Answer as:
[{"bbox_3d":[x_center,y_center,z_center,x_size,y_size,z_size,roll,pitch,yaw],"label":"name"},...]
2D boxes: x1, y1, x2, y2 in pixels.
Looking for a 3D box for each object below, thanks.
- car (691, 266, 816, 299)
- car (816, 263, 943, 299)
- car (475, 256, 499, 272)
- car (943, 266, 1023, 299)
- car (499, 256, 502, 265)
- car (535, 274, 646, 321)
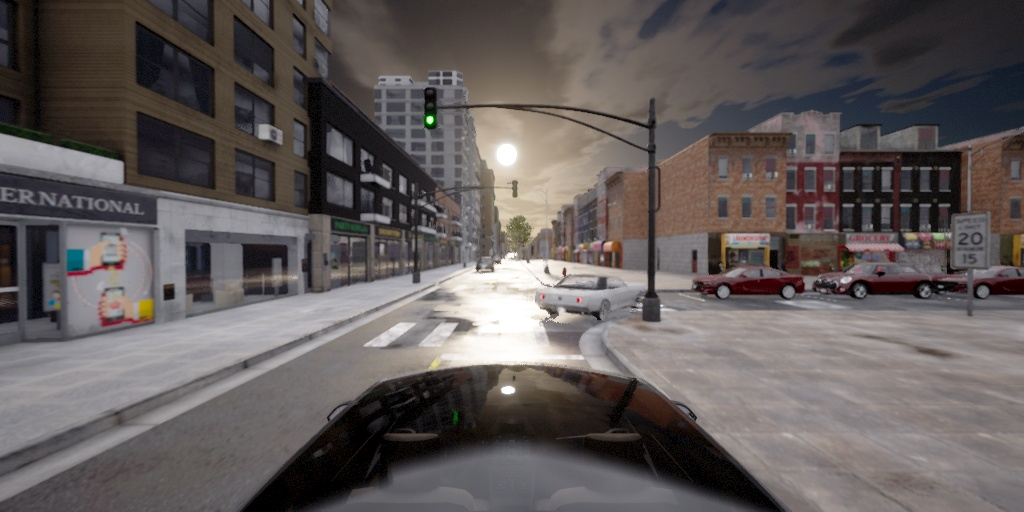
[{"bbox_3d":[10.371,1.125,15.947,4.507,1.381,1.888,0,0,0],"label":"car"},{"bbox_3d":[15.835,1.015,15.942,4.097,1.591,1.967,0,0,0],"label":"car"},{"bbox_3d":[-2.838,0.871,38.528,2.128,1.511,4.902,0,1,0],"label":"car"},{"bbox_3d":[21.299,1.115,15.934,4.507,1.381,1.888,0,0,0],"label":"car"},{"bbox_3d":[-2.751,0.730,61.372,1.837,1.490,4.892,0,0,0],"label":"car"},{"bbox_3d":[2.865,1.241,12.011,1.895,1.301,4.718,0,1,40],"label":"car"}]
